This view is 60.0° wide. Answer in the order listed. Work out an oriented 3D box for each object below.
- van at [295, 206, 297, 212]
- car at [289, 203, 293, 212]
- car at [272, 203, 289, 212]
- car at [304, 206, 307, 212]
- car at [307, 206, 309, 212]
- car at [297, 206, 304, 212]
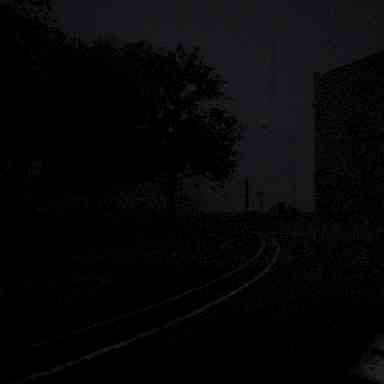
[{"bbox_3d":[20.001,3.311,68.986,1.878,1.987,4.442,-1,-4,25],"label":"van"},{"bbox_3d":[17.639,3.239,63.889,2.163,1.488,4.792,-1,-4,25],"label":"car"},{"bbox_3d":[15.344,2.929,58.905,2.002,1.452,4.674,1,-3,25],"label":"car"},{"bbox_3d":[26.957,4.376,83.969,2.185,1.767,4.553,-1,-4,25],"label":"car"},{"bbox_3d":[29.280,4.698,88.972,2.185,1.767,4.553,-1,-4,25],"label":"car"},{"bbox_3d":[24.592,4.214,78.868,2.002,1.452,4.674,-1,-4,25],"label":"car"}]
